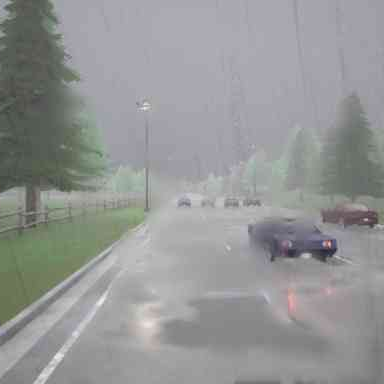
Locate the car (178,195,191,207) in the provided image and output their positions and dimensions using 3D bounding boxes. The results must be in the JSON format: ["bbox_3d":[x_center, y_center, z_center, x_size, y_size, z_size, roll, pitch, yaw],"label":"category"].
[{"bbox_3d":[-1.124,1.601,51.019,1.895,1.301,4.718,0,0,-1],"label":"car"}]

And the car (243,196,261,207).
[{"bbox_3d":[9.315,1.352,52.106,2.097,1.767,4.553,0,0,-1],"label":"car"}]

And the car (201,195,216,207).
[{"bbox_3d":[2.375,1.601,50.902,1.895,1.301,4.718,0,0,-1],"label":"car"}]

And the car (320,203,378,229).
[{"bbox_3d":[10.124,1.477,21.915,1.882,1.535,5.008,0,0,-1],"label":"car"}]

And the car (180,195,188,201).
[{"bbox_3d":[-2.034,1.540,87.231,2.033,1.411,5.357,0,0,-1],"label":"car"}]

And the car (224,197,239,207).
[{"bbox_3d":[5.885,1.491,50.255,2.128,1.511,4.902,0,0,-1],"label":"car"}]

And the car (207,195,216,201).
[{"bbox_3d":[5.018,1.524,85.158,1.812,1.442,4.674,0,0,-1],"label":"car"}]

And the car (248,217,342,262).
[{"bbox_3d":[3.355,1.601,12.145,1.895,1.301,4.718,0,0,-1],"label":"car"}]
